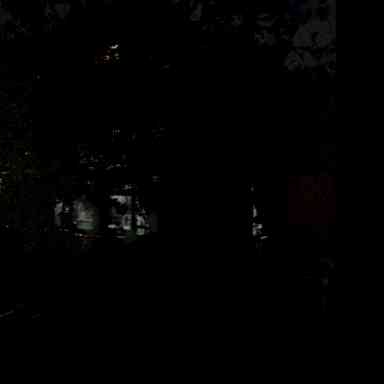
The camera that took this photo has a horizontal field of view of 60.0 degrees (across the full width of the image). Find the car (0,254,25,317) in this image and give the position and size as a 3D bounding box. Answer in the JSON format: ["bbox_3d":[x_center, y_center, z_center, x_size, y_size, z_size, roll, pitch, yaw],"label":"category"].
[{"bbox_3d":[-4.920,1.621,6.393,4.403,1.369,2.008,-1,1,36],"label":"car"}]
